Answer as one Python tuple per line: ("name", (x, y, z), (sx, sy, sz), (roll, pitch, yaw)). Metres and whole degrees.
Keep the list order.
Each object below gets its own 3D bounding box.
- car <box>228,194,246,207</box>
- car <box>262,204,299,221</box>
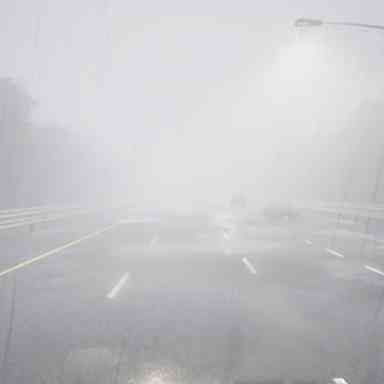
("car", (7.049, 1.281, 52.364), (2.150, 2.045, 5.566), (0, 0, 0))
("car", (7.005, 1.610, 26.850), (1.895, 1.301, 4.718), (0, 0, 0))
